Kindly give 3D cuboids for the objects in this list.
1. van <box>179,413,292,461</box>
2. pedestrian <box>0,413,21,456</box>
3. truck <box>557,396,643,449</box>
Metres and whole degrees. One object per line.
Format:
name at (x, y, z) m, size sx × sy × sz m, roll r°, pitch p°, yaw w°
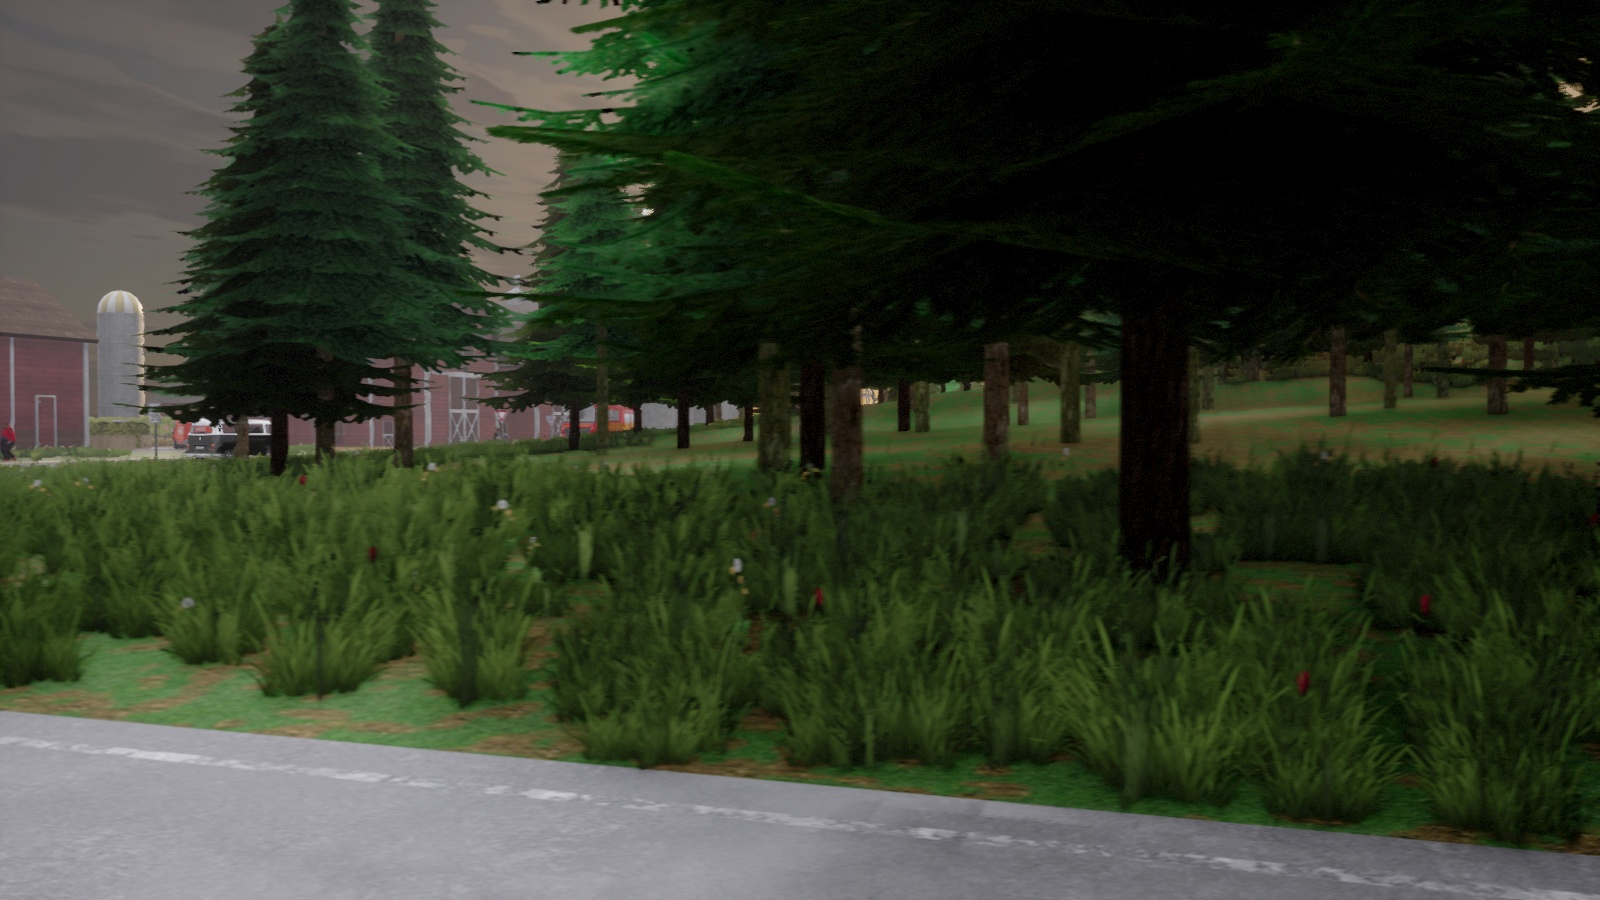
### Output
van at (-24.965, -0.577, 55.738) m, size 2.069 × 2.038 × 4.480 m, roll 1°, pitch 1°, yaw 19°
pedestrian at (-34.436, -0.660, 54.481) m, size 0.634 × 1.844 × 0.899 m, roll 1°, pitch 1°, yaw 24°
truck at (-15.110, -2.069, 95.784) m, size 2.891 × 3.827 × 8.468 m, roll 1°, pitch 1°, yaw 19°
